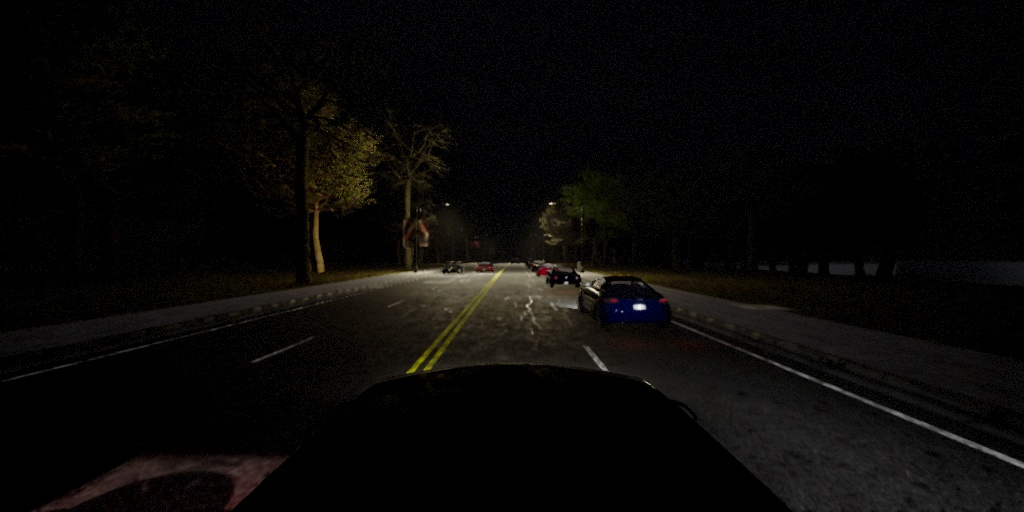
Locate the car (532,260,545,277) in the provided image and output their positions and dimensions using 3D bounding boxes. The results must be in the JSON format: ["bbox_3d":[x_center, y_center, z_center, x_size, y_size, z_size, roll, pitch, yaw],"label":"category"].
[{"bbox_3d":[3.360,1.322,34.982,1.994,1.385,4.181,0,0,0],"label":"car"}]

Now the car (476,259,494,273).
[{"bbox_3d":[-3.158,1.326,43.028,1.994,1.385,4.181,0,0,1],"label":"car"}]

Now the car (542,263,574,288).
[{"bbox_3d":[3.300,1.353,24.022,1.895,1.301,4.718,0,0,0],"label":"car"}]

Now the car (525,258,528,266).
[{"bbox_3d":[3.548,1.338,56.961,1.994,1.385,4.181,0,0,1],"label":"car"}]

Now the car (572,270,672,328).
[{"bbox_3d":[3.363,1.314,11.443,1.994,1.385,4.181,0,0,0],"label":"car"}]

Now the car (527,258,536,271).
[{"bbox_3d":[3.443,1.269,46.002,2.163,1.488,4.792,0,0,0],"label":"car"}]

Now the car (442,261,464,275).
[{"bbox_3d":[-6.441,1.264,39.585,1.837,1.490,4.892,0,0,1],"label":"car"}]
